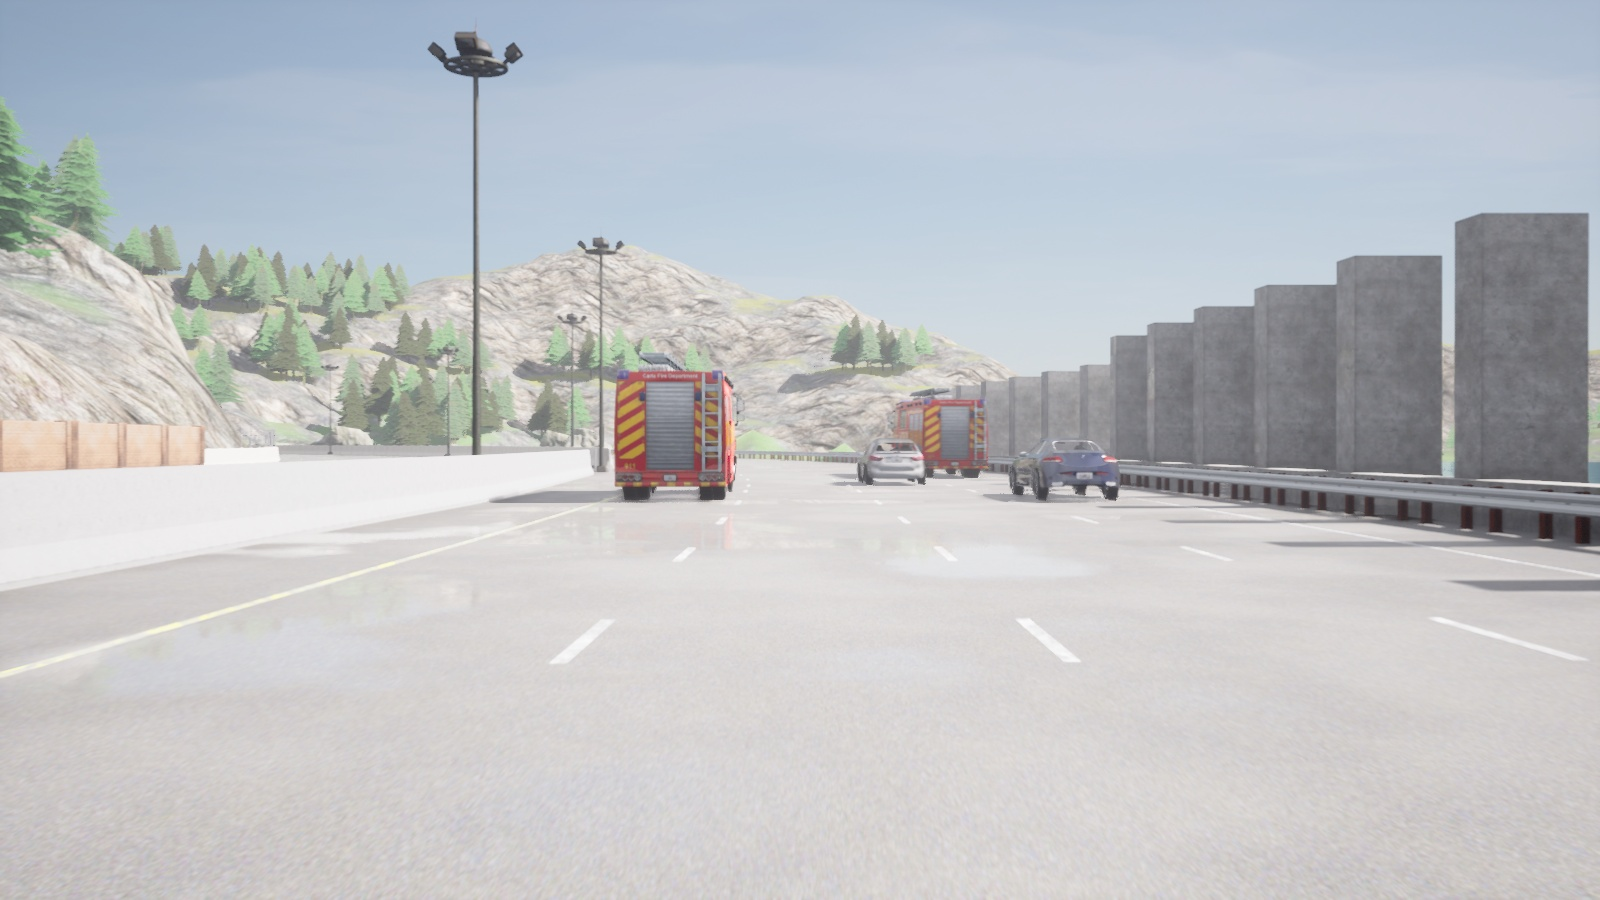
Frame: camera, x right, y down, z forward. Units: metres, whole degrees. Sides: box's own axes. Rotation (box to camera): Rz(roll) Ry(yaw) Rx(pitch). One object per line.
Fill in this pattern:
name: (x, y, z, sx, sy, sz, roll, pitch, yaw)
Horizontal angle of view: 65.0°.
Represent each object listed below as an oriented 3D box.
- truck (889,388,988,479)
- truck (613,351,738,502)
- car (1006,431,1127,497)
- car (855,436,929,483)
truck: (6.140, -0.735, 57.226, 2.891, 3.827, 8.468, 0, 0, -5)
truck: (-3.378, -0.625, 36.157, 2.891, 3.827, 8.468, 0, 0, -1)
car: (7.156, 0.338, 34.315, 2.152, 1.651, 5.027, 0, 0, -1)
car: (3.349, 0.330, 46.693, 2.242, 1.667, 4.611, 0, 0, -2)
